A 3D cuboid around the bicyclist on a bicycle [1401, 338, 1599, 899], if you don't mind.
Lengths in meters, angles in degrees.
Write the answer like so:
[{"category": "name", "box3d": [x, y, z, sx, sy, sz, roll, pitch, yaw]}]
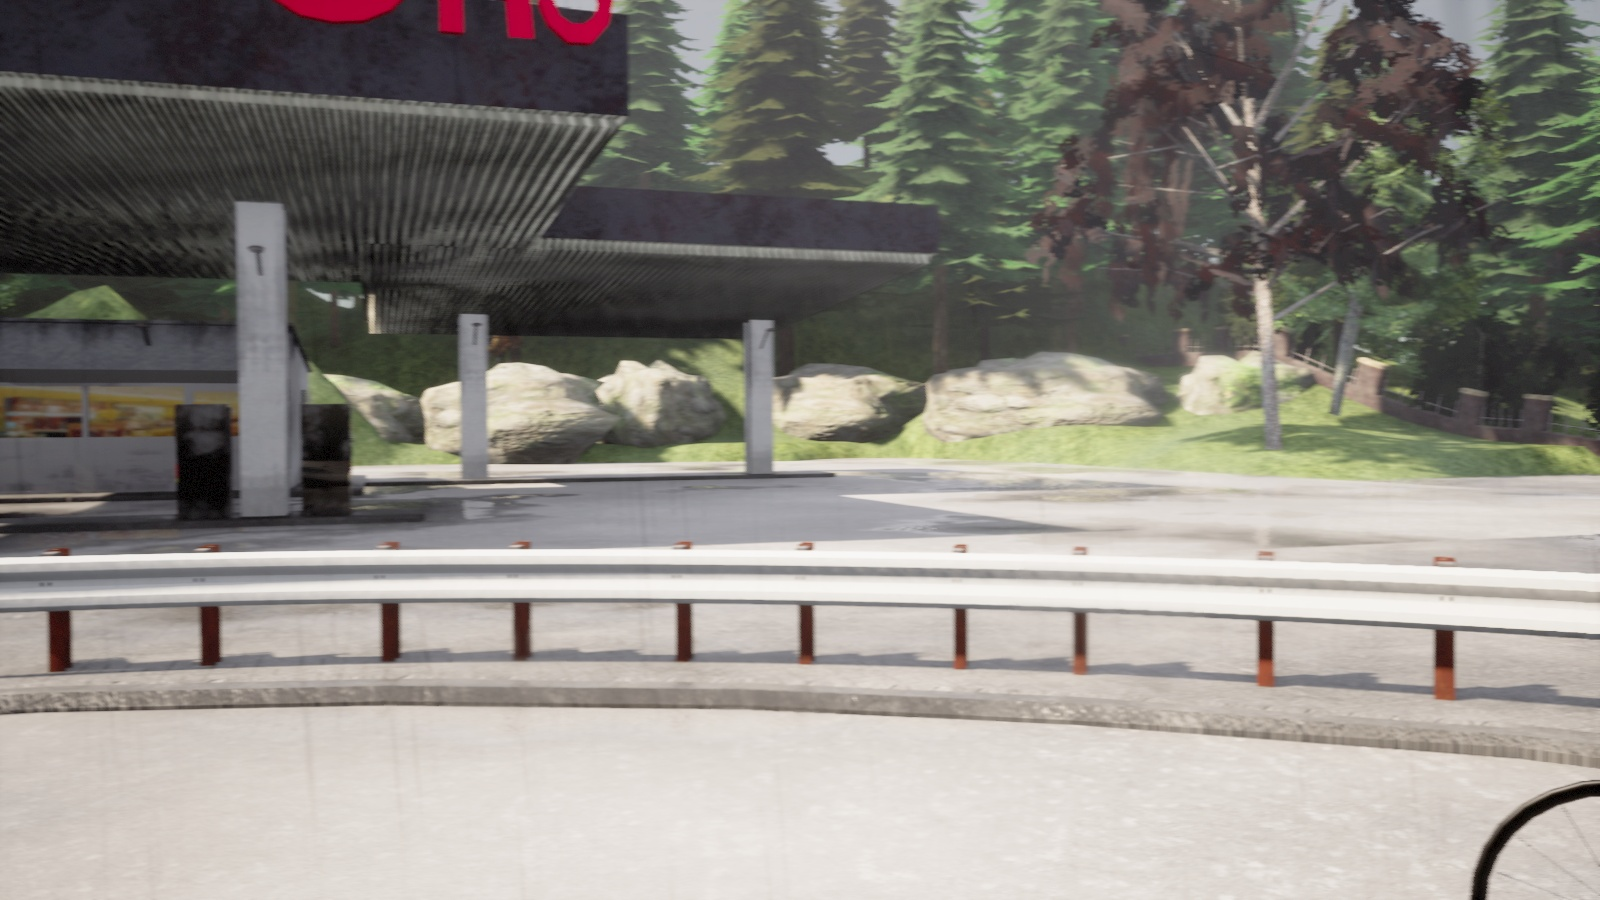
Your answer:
[{"category": "bicyclist on a bicycle", "box3d": [2.382, 0.640, 2.766, 1.843, 1.776, 0.659, 1, 3, 31]}]
